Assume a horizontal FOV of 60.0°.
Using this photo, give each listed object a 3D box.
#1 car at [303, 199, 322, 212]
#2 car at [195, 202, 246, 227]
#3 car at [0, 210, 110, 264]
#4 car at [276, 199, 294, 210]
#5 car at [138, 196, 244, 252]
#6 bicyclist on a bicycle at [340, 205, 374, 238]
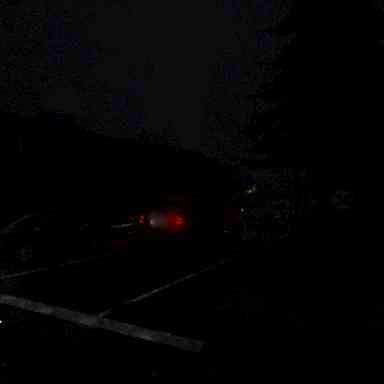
[{"bbox_3d":[14.798,1.674,40.940,1.837,1.490,4.892,1,0,23],"label":"car"},{"bbox_3d":[2.232,1.518,24.361,1.837,1.490,4.892,1,0,30],"label":"car"},{"bbox_3d":[-5.070,1.422,11.699,1.837,1.490,4.892,1,1,30],"label":"car"},{"bbox_3d":[12.535,1.673,44.684,1.812,1.442,4.674,1,0,23],"label":"car"},{"bbox_3d":[0.174,1.203,14.077,2.150,2.045,5.566,1,0,35],"label":"car"},{"bbox_3d":[7.721,1.370,15.811,1.656,1.620,0.582,0,0,30],"label":"bicyclist on a bicycle"}]
